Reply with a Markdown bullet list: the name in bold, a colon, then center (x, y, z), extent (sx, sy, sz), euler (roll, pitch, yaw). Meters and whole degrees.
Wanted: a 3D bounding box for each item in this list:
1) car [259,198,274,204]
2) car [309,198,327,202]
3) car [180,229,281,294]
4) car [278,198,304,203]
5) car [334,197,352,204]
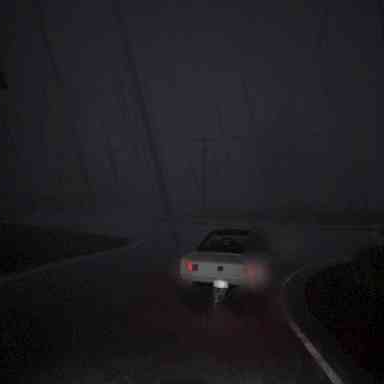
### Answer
- **car**: center (18.748, 2.200, 82.747), extent (3.905, 1.438, 1.784), euler (0, 0, 3)
- **car**: center (31.654, 2.189, 83.340), extent (4.193, 1.474, 1.816), euler (0, 0, 3)
- **car**: center (1.326, 1.677, 9.144), extent (1.895, 1.301, 4.718), euler (0, 0, 19)
- **car**: center (17.881, 1.805, 60.286), extent (4.605, 1.855, 1.932), euler (0, 0, 3)
- **car**: center (31.595, 1.886, 69.847), extent (3.866, 1.878, 1.905), euler (0, 0, 3)
